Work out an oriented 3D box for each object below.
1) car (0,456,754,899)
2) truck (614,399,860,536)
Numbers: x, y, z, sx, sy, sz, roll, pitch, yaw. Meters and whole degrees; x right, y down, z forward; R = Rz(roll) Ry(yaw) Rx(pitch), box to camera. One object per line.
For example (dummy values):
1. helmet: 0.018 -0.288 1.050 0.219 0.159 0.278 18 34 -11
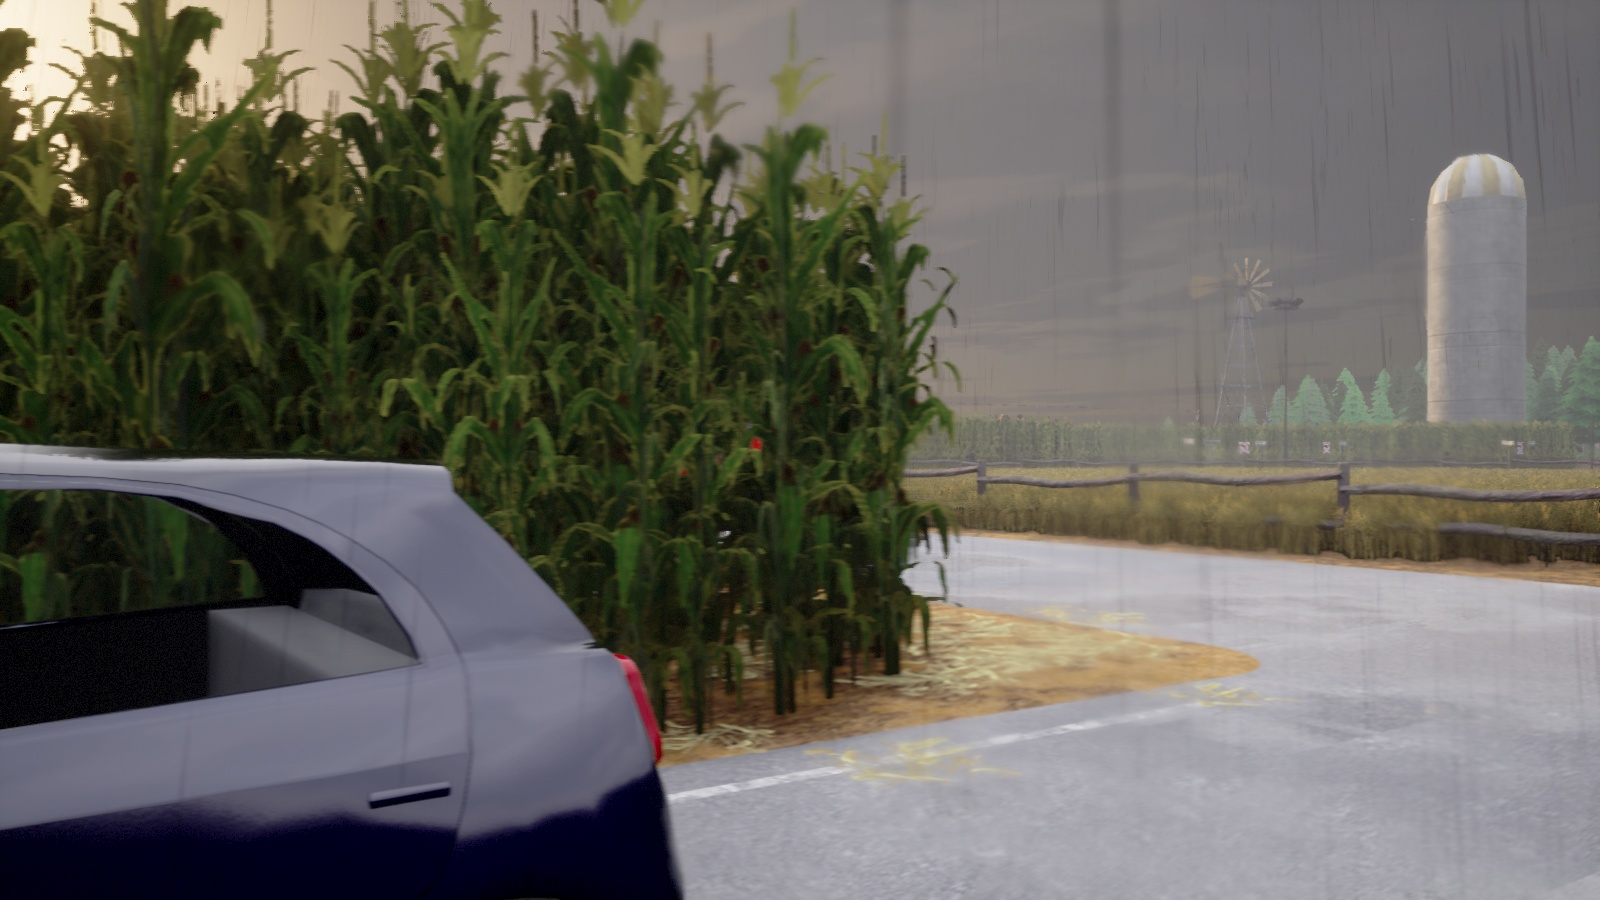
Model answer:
1. car: -2.110 0.769 2.190 3.633 1.501 1.845 0 0 -35
2. truck: -1.412 0.317 25.416 2.627 2.467 5.204 0 0 -35
